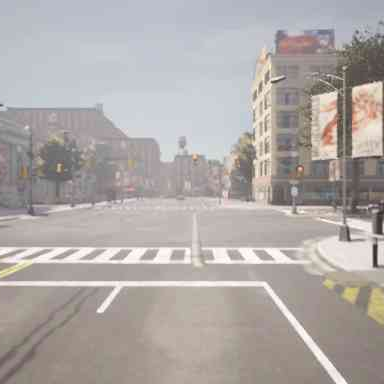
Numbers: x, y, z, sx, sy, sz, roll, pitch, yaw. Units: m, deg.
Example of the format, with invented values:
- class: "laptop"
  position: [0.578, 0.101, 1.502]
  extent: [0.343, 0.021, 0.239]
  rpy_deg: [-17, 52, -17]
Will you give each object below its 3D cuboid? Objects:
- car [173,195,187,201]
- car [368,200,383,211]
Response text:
- class: "car"
  position: [-3.162, 1.596, 87.830]
  extent: [2.033, 1.411, 5.357]
  rpy_deg: [0, 0, 0]
- class: "car"
  position: [23.063, 1.523, 38.627]
  extent: [4.902, 1.511, 2.128]
  rpy_deg: [0, 0, 0]
